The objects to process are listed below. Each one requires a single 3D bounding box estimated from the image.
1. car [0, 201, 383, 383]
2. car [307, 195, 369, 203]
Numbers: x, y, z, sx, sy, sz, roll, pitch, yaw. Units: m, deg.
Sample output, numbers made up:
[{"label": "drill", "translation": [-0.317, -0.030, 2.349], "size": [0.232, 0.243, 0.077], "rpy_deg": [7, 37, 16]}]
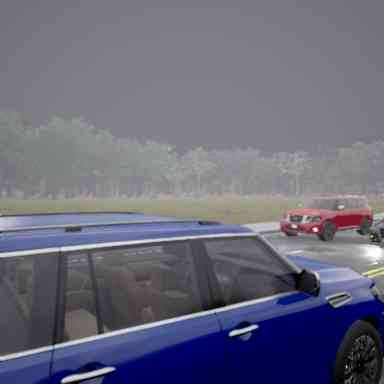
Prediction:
[{"label": "car", "translation": [-0.310, 1.218, 3.218], "size": [5.566, 2.045, 2.150], "rpy_deg": [0, 0, -36]}, {"label": "car", "translation": [6.844, 1.190, 16.551], "size": [5.566, 2.045, 2.150], "rpy_deg": [0, 0, -35]}]
